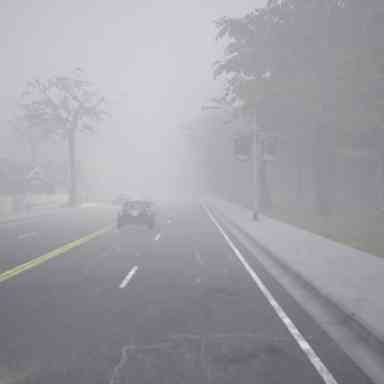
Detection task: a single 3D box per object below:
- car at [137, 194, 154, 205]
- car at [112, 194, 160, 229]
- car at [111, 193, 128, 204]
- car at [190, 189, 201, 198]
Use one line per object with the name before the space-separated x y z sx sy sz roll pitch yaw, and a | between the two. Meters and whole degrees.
car | -6.580 1.080 47.801 1.812 1.442 4.674 0 1 0
car | -3.152 1.211 20.406 2.097 1.767 4.553 0 0 0
car | -9.831 0.922 46.566 2.097 1.767 4.553 0 1 0
car | 1.131 0.366 83.121 2.150 2.045 5.566 0 1 0
